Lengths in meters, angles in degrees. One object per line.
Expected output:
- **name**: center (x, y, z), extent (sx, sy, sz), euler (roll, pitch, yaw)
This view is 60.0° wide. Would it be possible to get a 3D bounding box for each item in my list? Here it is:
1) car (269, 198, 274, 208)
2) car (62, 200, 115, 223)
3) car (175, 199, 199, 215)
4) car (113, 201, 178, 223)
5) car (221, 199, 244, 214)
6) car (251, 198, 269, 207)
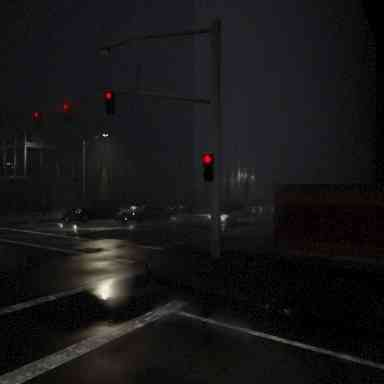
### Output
- **car**: center (13.638, 1.581, 49.847), extent (1.812, 1.442, 4.674), euler (0, 0, 36)
- **car**: center (-7.789, 1.407, 26.068), extent (2.097, 1.767, 4.553), euler (0, 0, 36)
- **car**: center (-1.174, 1.562, 35.308), extent (1.837, 1.490, 4.892), euler (0, 0, 36)
- **car**: center (-3.525, 1.656, 26.016), extent (1.895, 1.301, 4.718), euler (0, 0, 36)
- **car**: center (3.896, 1.533, 36.373), extent (1.882, 1.535, 5.008), euler (0, 0, 36)
- **car**: center (11.299, 1.603, 52.582), extent (2.033, 1.411, 5.357), euler (0, 0, 36)
